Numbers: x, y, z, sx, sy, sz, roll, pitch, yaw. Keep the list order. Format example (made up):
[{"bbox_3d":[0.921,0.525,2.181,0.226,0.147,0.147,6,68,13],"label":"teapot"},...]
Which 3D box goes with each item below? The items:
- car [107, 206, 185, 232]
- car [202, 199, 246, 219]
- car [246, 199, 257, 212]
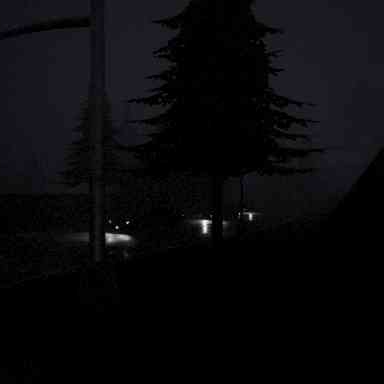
[{"bbox_3d":[-2.587,1.547,20.357,2.033,1.411,5.357,0,0,35],"label":"car"},{"bbox_3d":[2.735,1.547,29.223,2.033,1.411,5.357,0,0,26],"label":"car"},{"bbox_3d":[6.507,1.547,38.959,2.033,1.411,5.357,0,0,16],"label":"car"}]
